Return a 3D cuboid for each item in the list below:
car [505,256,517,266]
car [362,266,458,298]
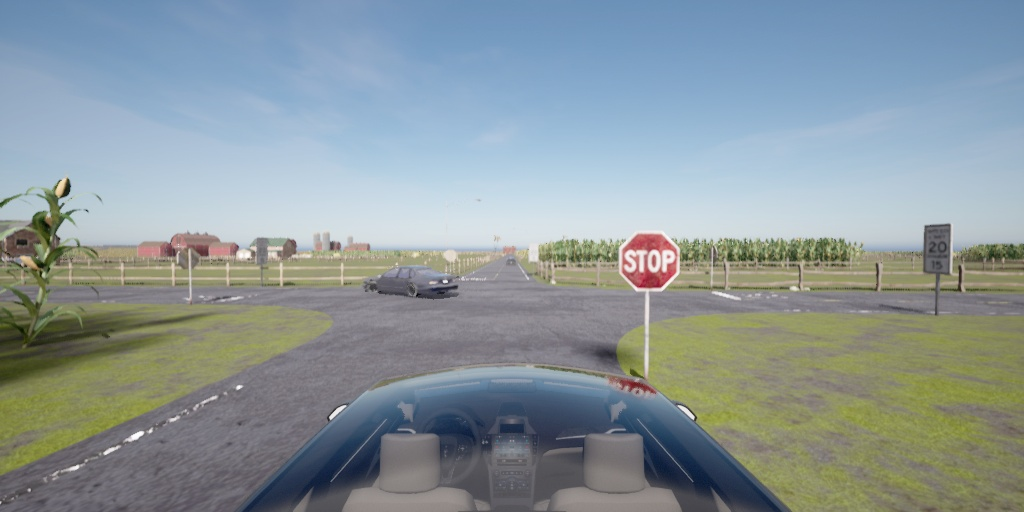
[{"bbox_3d":[-0.132,0.895,63.456,2.128,1.511,4.902,0,0,0],"label":"car"},{"bbox_3d":[-5.150,1.208,17.805,5.357,1.411,2.033,0,1,34],"label":"car"}]
